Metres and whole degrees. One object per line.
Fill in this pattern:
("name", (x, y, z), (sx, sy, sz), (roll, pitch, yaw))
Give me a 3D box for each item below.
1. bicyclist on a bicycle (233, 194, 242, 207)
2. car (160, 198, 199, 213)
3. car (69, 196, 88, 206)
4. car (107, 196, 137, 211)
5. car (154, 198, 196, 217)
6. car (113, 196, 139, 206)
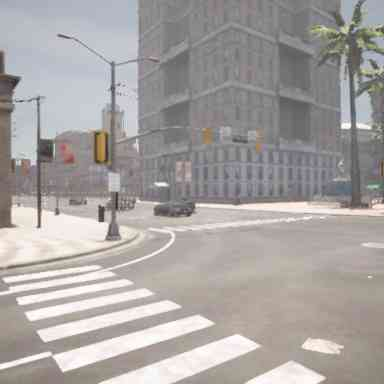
("bicyclist on a bicycle", (6.055, 1.134, 44.016), (1.656, 1.620, 0.582), (-1, 0, -36))
("car", (-1.463, 1.397, 35.971), (1.837, 1.490, 4.892), (0, 0, -35))
("car", (-18.105, 1.418, 52.826), (1.837, 1.490, 4.892), (0, 0, -36))
("car", (-8.620, 1.438, 39.635), (1.812, 1.442, 4.674), (0, 0, -36))
("car", (-1.761, 1.476, 30.066), (1.994, 1.385, 4.181), (0, 0, -36))
("car", (-11.002, 1.420, 55.108), (2.033, 1.411, 5.357), (0, 0, -36))
